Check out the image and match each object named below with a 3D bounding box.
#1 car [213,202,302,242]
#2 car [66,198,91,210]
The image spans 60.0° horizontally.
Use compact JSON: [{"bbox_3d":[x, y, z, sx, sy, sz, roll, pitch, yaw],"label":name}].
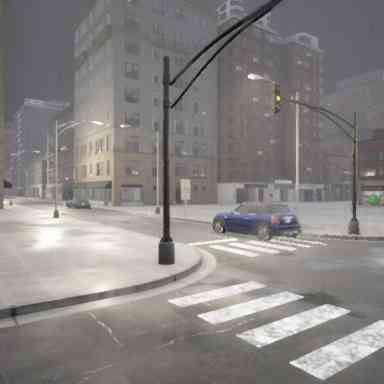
[{"bbox_3d":[3.052,1.297,16.562,2.097,1.767,4.553,0,0,-36],"label":"car"},{"bbox_3d":[-13.747,1.373,40.072,1.994,1.385,4.181,0,0,-36],"label":"car"}]
